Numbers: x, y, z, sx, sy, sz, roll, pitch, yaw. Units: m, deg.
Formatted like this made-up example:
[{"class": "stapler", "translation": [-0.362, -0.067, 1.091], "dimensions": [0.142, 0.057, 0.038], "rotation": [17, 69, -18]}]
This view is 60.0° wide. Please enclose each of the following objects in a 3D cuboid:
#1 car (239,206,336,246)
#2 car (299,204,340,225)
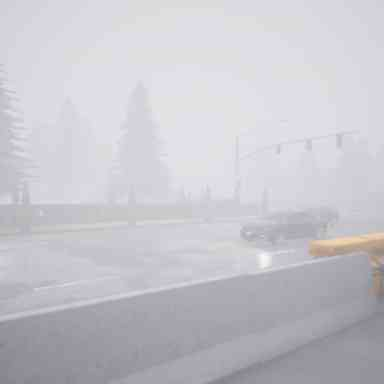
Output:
[{"class": "car", "translation": [4.386, 1.568, 15.609], "dimensions": [4.892, 1.490, 1.837], "rotation": [1, -1, -35]}, {"class": "car", "translation": [7.938, 1.533, 22.318], "dimensions": [4.902, 1.511, 2.128], "rotation": [0, 0, -35]}]
